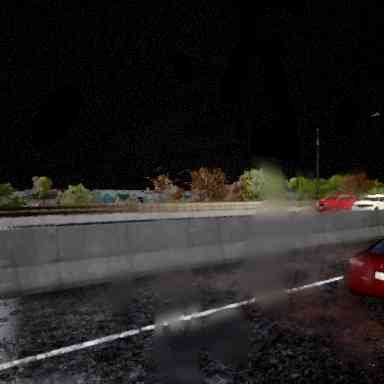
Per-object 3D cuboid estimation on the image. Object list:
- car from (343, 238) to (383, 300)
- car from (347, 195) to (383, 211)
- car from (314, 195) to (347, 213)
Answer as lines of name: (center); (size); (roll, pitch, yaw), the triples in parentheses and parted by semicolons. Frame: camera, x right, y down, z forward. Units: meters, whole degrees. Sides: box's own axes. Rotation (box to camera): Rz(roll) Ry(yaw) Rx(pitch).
car: (5.302, 1.589, 7.487); (4.181, 1.385, 1.994); (0, 0, -35)
car: (18.757, 1.346, 34.101); (5.566, 2.045, 2.150); (1, 0, -34)
car: (15.704, 1.338, 36.252); (5.566, 2.045, 2.150); (1, 0, -34)
